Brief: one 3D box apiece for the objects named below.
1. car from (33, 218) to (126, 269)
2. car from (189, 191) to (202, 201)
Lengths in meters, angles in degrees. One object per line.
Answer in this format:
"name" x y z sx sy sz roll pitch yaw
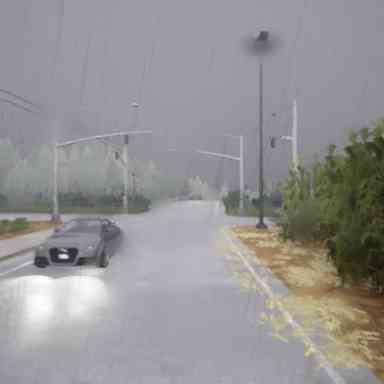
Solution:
"car" -3.545 1.598 11.204 1.994 1.385 4.181 0 0 1
"car" 0.756 0.759 66.817 2.150 2.045 5.566 0 -1 8
